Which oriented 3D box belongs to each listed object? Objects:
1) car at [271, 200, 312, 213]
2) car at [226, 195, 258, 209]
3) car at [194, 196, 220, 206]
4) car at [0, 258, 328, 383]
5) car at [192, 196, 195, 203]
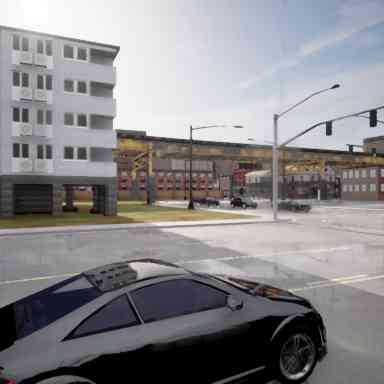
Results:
[{"bbox_3d":[11.095,1.601,37.298,1.895,1.301,4.718,0,0,-26],"label":"car"},{"bbox_3d":[7.079,1.505,45.771,1.837,1.490,4.892,0,0,-25],"label":"car"},{"bbox_3d":[2.735,1.547,55.310,2.033,1.411,5.357,0,0,-21],"label":"car"},{"bbox_3d":[-0.331,1.564,4.088,4.181,1.385,1.994,0,0,-30],"label":"car"},{"bbox_3d":[0.775,1.547,65.799,2.033,1.411,5.357,0,0,3],"label":"car"}]
